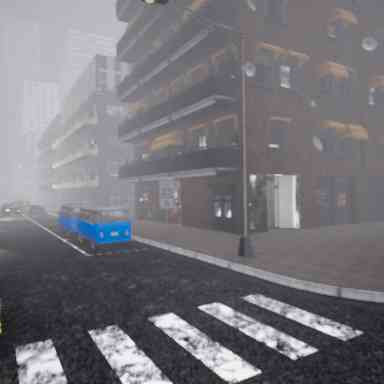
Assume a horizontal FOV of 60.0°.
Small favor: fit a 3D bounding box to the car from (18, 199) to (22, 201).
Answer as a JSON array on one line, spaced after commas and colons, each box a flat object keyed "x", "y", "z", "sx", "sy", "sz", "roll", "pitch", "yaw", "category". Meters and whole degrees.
[{"x": -29.650, "y": 2.316, "z": 58.754, "sx": 2.192, "sy": 1.841, "sz": 5.009, "roll": -2, "pitch": 0, "yaw": -30, "category": "car"}]

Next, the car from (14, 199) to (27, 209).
[{"x": -35.322, "y": 2.499, "z": 68.415, "sx": 2.192, "sy": 1.841, "sz": 5.009, "roll": -2, "pitch": 0, "yaw": -30, "category": "car"}]

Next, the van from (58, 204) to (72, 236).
[{"x": -6.964, "y": 1.612, "z": 20.110, "sx": 1.690, "sy": 1.788, "sz": 3.998, "roll": -2, "pitch": 0, "yaw": -30, "category": "van"}]

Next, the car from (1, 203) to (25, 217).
[{"x": -22.027, "y": 2.327, "z": 40.689, "sx": 1.895, "sy": 1.301, "sz": 4.718, "roll": -1, "pitch": 0, "yaw": -30, "category": "car"}]

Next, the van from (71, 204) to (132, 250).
[{"x": -4.128, "y": 1.521, "z": 15.279, "sx": 1.690, "sy": 1.788, "sz": 3.998, "roll": -2, "pitch": 0, "yaw": -30, "category": "van"}]

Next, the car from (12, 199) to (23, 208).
[{"x": -40.993, "y": 2.682, "z": 78.076, "sx": 2.192, "sy": 1.841, "sz": 5.009, "roll": -2, "pitch": 0, "yaw": -30, "category": "car"}]

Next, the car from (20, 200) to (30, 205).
[{"x": -24.058, "y": 2.346, "z": 49.240, "sx": 1.752, "sy": 1.417, "sz": 4.829, "roll": -2, "pitch": 0, "yaw": -30, "category": "car"}]

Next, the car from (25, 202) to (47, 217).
[{"x": -18.298, "y": 2.218, "z": 39.432, "sx": 1.802, "sy": 1.307, "sz": 4.206, "roll": -2, "pitch": 0, "yaw": -30, "category": "car"}]

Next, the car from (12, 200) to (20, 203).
[{"x": -27.094, "y": 2.394, "z": 49.311, "sx": 1.837, "sy": 1.490, "sz": 4.892, "roll": -1, "pitch": 0, "yaw": -30, "category": "car"}]
